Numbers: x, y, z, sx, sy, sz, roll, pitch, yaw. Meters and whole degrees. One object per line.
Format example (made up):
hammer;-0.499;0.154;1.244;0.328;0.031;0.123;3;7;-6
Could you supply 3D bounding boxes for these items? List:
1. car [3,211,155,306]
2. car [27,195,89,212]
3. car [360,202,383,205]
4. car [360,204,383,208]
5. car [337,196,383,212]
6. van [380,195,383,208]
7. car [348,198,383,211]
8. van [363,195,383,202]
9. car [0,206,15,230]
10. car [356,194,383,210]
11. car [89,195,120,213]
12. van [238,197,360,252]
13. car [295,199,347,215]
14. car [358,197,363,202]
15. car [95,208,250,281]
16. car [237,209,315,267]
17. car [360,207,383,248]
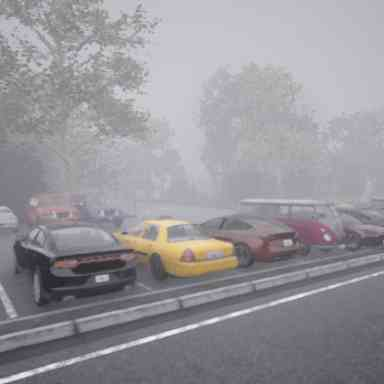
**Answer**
car;-3.111;1.471;8.243;2.097;1.535;5.008;0;0;-36
car;-8.598;1.226;20.367;2.435;2.045;5.566;0;0;-35
car;10.577;1.518;18.012;2.097;1.535;5.008;0;0;-36
car;8.309;1.540;16.364;2.163;1.488;4.792;0;0;-36
car;20.843;1.456;41.451;2.185;1.767;4.553;0;0;-36
van;29.831;1.388;47.971;1.878;1.987;4.442;0;0;-36
car;23.138;1.620;43.016;2.163;1.488;4.792;0;0;-36
van;12.924;1.301;19.550;1.878;1.987;4.442;0;0;-36
car;-10.981;1.511;18.699;2.002;1.452;4.674;0;0;-36
car;25.364;1.347;44.675;2.435;2.045;5.566;0;0;-36
car;-6.432;1.234;21.914;2.435;2.045;5.566;0;0;-36
van;3.797;1.268;13.036;1.878;1.987;4.442;0;0;-36
car;14.079;1.559;36.593;2.231;1.521;4.892;0;0;-35
car;16.450;1.563;38.051;1.946;1.575;5.366;0;0;-36
car;-0.943;1.475;10.025;1.946;1.575;5.366;0;0;-36
car;1.430;1.515;11.526;2.163;1.488;4.792;0;0;-36
car;6.027;1.532;14.735;2.163;1.488;4.792;0;0;-36
